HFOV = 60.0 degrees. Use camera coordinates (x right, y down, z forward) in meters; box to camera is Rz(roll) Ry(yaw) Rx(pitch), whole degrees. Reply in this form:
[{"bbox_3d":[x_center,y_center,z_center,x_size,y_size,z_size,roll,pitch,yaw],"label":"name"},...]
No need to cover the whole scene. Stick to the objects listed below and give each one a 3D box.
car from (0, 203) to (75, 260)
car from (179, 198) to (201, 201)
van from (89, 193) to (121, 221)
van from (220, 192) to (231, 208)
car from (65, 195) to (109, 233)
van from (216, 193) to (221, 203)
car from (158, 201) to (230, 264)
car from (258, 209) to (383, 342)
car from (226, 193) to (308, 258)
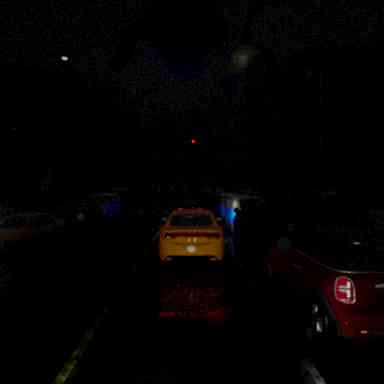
[{"bbox_3d":[-5.852,1.317,11.495,1.752,1.417,4.829,0,1,0],"label":"car"},{"bbox_3d":[-0.120,1.118,21.053,2.128,1.511,4.902,0,1,0],"label":"car"},{"bbox_3d":[-5.941,0.939,22.535,1.690,1.788,3.998,0,1,0],"label":"van"},{"bbox_3d":[2.628,1.036,17.166,1.690,1.788,3.998,0,1,0],"label":"van"},{"bbox_3d":[-5.897,1.134,17.100,1.967,1.590,4.097,0,1,0],"label":"car"},{"bbox_3d":[2.584,0.941,22.603,1.690,1.788,3.998,0,1,0],"label":"van"},{"bbox_3d":[-0.006,1.280,11.048,1.882,1.535,5.008,0,1,0],"label":"car"},{"bbox_3d":[2.715,1.327,6.295,1.967,1.590,4.097,0,1,0],"label":"car"},{"bbox_3d":[2.671,1.106,11.730,2.192,1.841,5.009,0,1,0],"label":"car"}]
